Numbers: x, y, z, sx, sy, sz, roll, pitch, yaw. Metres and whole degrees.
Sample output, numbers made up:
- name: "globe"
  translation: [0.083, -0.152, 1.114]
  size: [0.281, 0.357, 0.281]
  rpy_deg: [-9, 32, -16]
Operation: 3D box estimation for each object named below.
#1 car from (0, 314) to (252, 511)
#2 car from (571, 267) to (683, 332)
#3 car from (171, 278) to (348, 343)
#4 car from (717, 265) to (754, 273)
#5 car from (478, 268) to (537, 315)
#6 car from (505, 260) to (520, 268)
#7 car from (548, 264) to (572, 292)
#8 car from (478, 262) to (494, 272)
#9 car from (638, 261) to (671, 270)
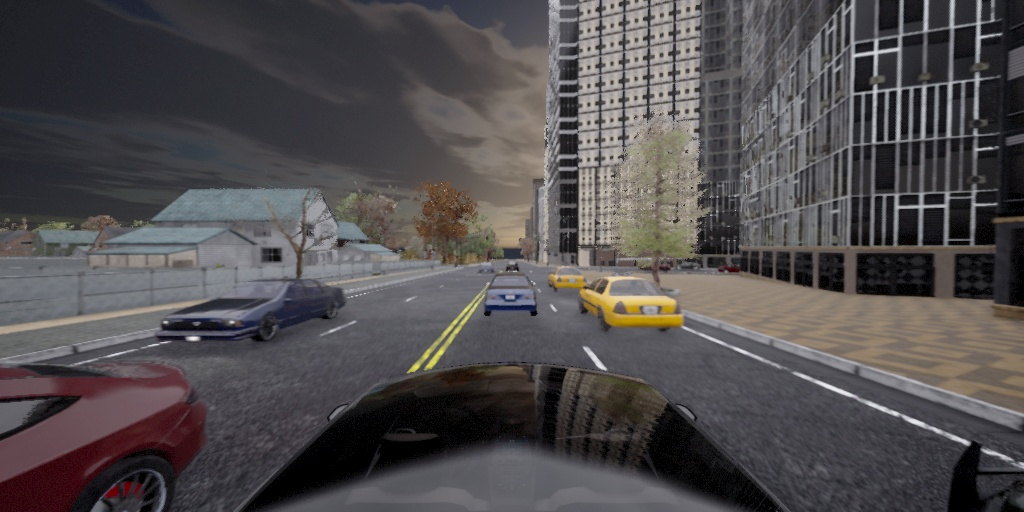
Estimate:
- name: "car"
  translation: [-3.349, 1.273, 0.997]
  size: [1.812, 1.442, 4.674]
  rpy_deg: [0, 0, 0]
- name: "car"
  translation: [3.253, 1.246, 10.987]
  size: [1.801, 1.575, 5.366]
  rpy_deg: [0, 0, 0]
- name: "car"
  translation: [-6.597, 1.334, 10.080]
  size: [2.033, 1.411, 5.357]
  rpy_deg: [0, 0, 0]
- name: "car"
  translation: [33.674, 1.973, 54.270]
  size: [4.507, 1.381, 1.888]
  rpy_deg: [0, 0, 20]
- name: "car"
  translation: [-0.039, 1.350, 13.769]
  size: [2.033, 1.411, 5.357]
  rpy_deg: [0, 0, 0]
- name: "car"
  translation: [0.078, 1.460, 49.890]
  size: [1.882, 1.535, 5.008]
  rpy_deg: [0, 0, 0]
- name: "car"
  translation: [3.255, 1.295, 21.991]
  size: [1.801, 1.575, 5.366]
  rpy_deg: [0, 0, 0]
- name: "car"
  translation: [-3.239, 1.509, 46.179]
  size: [1.812, 1.442, 4.674]
  rpy_deg: [0, 0, 0]
- name: "car"
  translation: [23.029, 1.673, 58.172]
  size: [5.009, 1.841, 2.192]
  rpy_deg: [0, 0, 20]
